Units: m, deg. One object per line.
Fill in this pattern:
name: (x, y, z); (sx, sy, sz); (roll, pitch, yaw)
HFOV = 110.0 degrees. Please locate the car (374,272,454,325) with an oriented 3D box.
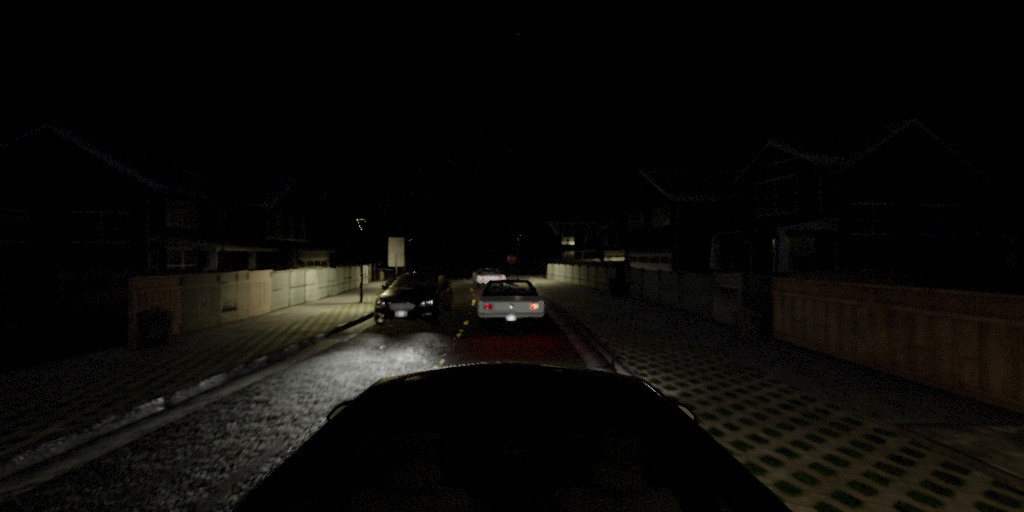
car: (-3.096, 1.306, 12.099); (2.128, 1.511, 4.902); (0, 0, -3)

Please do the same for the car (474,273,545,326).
car: (-0.103, 1.414, 11.948); (1.895, 1.301, 4.718); (0, 0, -2)

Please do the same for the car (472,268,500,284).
car: (-1.792, 1.487, 25.763); (1.895, 1.301, 4.718); (0, 0, -11)
